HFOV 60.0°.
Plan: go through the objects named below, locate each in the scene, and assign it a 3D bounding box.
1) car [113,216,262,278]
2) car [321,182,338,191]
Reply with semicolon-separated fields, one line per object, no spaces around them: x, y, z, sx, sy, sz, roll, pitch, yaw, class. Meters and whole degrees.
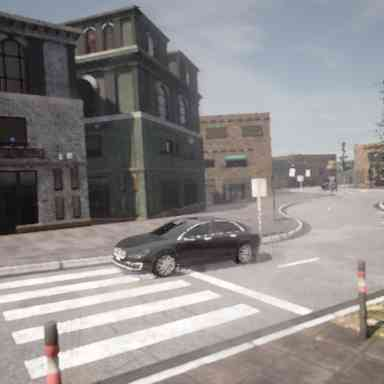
0.019;1.541;10.314;4.892;1.490;1.837;0;0;-35;car
24.874;-1.062;60.373;2.128;1.511;4.902;-3;1;5;car
